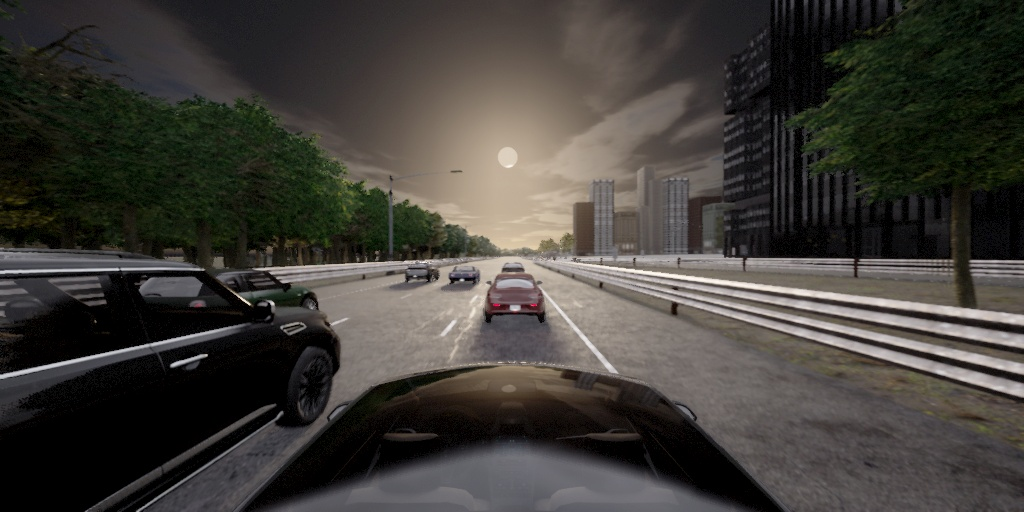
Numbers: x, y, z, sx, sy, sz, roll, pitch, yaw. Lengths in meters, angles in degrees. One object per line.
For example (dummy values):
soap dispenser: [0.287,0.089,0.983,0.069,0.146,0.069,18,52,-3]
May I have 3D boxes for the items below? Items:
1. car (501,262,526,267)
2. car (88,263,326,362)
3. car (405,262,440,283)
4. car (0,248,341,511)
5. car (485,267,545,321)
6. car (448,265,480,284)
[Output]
car: [0.091,1.220,29.602,1.882,1.535,5.008,0,0,0]
car: [-6.902,1.100,9.001,2.097,1.767,4.553,0,0,0]
car: [-6.906,1.235,28.008,2.128,1.511,4.902,0,0,0]
car: [-3.399,0.971,2.515,2.150,2.045,5.566,0,0,0]
car: [0.082,1.273,12.267,1.812,1.442,4.674,0,0,0]
car: [-3.408,1.344,26.686,1.895,1.301,4.718,0,0,0]
